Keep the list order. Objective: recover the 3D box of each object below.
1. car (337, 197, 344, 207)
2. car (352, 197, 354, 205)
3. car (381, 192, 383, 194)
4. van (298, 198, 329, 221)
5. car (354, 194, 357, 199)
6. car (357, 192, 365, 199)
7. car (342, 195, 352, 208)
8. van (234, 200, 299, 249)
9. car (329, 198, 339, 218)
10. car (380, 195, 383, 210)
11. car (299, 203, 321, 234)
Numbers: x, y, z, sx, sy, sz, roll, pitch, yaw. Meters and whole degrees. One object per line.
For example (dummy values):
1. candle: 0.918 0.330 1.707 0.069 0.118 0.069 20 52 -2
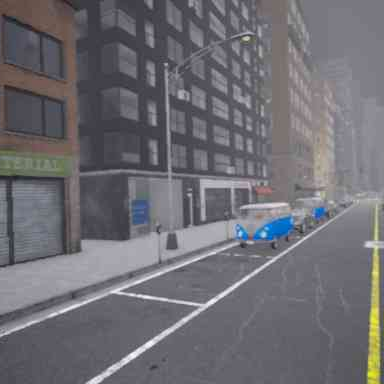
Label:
1. car: 13.910 1.487 33.738 1.802 1.307 4.206 -2 -1 29
2. car: 21.924 1.385 48.166 1.802 1.307 4.206 -2 -1 29
3. car: 27.850 1.107 47.169 1.837 1.490 4.892 -2 -1 29
4. van: 8.559 1.317 24.123 1.690 1.788 3.998 -2 -1 29
5. car: 24.591 1.209 52.976 1.967 1.590 4.097 -2 -1 29
6. car: 42.643 1.155 85.392 1.802 1.307 4.206 -2 -1 29
7. car: 19.252 1.403 43.356 1.947 1.339 4.313 -2 -1 29
8. van: 3.217 1.388 14.506 1.690 1.788 3.998 -2 -1 29
9. car: 11.238 1.506 28.929 1.947 1.339 4.313 -2 -1 29
10. car: 21.830 1.242 36.262 1.994 1.385 4.181 -2 -1 29
11. car: 5.894 1.562 19.311 2.008 1.369 4.403 -2 -1 29
